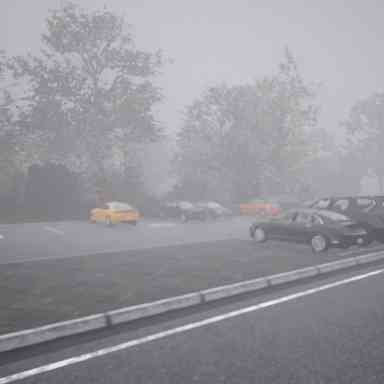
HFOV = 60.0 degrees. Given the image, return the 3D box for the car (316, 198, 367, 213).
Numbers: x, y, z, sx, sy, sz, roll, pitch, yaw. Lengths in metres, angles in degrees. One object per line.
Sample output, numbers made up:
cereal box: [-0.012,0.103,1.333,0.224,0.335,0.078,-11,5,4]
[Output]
car: [17.335,1.567,38.849,2.097,1.535,5.008,0,0,-36]

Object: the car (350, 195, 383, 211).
car: [24.146,1.374,43.688,2.435,2.045,5.566,0,0,-36]

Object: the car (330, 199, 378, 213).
car: [19.615,1.616,40.448,2.163,1.488,4.792,0,0,-36]

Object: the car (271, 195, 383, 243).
car: [6.757,1.194,15.282,2.435,2.045,5.566,0,0,-35]

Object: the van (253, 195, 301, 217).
van: [8.197,1.266,32.474,1.878,1.987,4.442,0,0,-35]

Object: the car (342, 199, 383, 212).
car: [21.847,1.634,42.115,2.163,1.488,4.792,0,0,-36]

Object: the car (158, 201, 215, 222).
car: [-0.810,1.444,25.922,2.097,1.535,5.008,0,0,-35]

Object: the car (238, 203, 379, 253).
car: [4.495,1.442,13.629,2.231,1.521,4.892,0,0,-35]

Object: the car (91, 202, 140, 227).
car: [-5.341,1.440,22.685,2.097,1.535,5.008,0,0,-35]

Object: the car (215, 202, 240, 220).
car: [1.462,1.492,27.536,2.002,1.452,4.674,0,0,-35]

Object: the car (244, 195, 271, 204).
car: [6.017,1.351,30.740,2.185,1.767,4.553,0,0,-35]

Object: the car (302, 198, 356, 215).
car: [15.173,1.545,37.083,1.946,1.575,5.366,0,0,-36]

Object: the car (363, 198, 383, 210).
car: [26.399,1.648,45.325,2.097,1.535,5.008,1,0,-36]

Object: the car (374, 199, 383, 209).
car: [28.562,1.711,46.874,2.002,1.452,4.674,1,0,-36]

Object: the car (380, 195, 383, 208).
car: [30.945,1.446,48.544,2.435,2.045,5.566,1,0,-36]

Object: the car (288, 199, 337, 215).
car: [12.800,1.570,35.613,2.002,1.452,4.674,0,0,-36]
